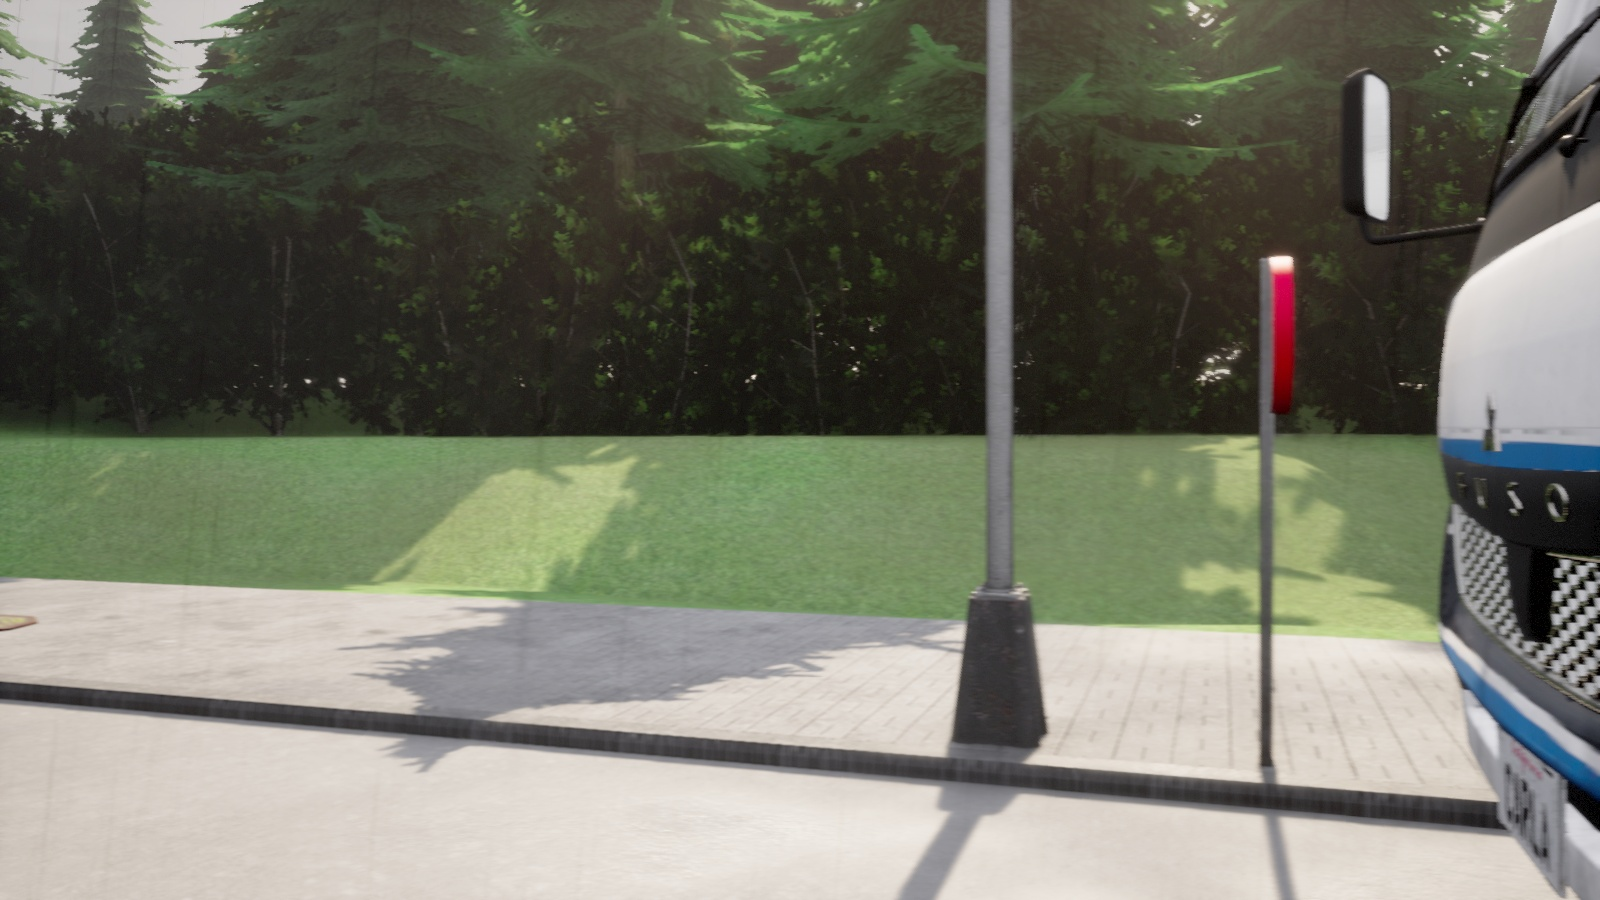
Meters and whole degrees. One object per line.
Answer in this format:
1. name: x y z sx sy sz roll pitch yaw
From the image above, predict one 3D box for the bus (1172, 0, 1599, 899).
1. bus: 5.934 -0.556 1.775 10.273 4.253 3.944 0 1 18
